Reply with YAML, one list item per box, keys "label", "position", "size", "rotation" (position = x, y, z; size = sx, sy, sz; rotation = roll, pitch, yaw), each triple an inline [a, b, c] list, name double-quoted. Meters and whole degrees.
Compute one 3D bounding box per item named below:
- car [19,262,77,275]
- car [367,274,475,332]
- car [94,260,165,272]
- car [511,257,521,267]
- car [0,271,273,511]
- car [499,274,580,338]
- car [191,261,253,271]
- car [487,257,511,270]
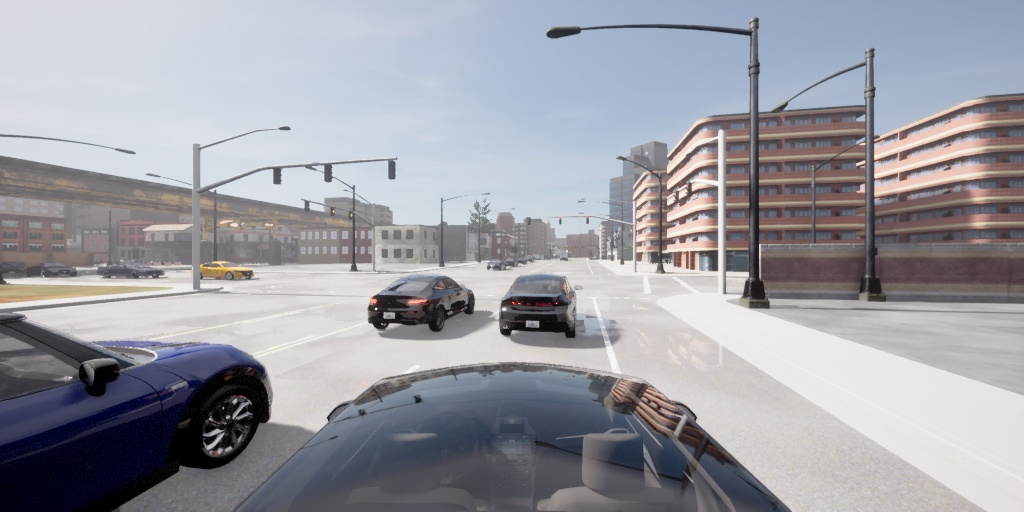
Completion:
- label: "car"
  position: [-43.983, 1.314, 34.216]
  size: [4.181, 1.385, 1.994]
  rotation: [0, 0, 15]
- label: "car"
  position: [-2.539, 1.276, 10.924]
  size: [1.812, 1.442, 4.674]
  rotation: [0, 0, 11]
- label: "car"
  position: [-34.263, 1.297, 32.185]
  size: [5.357, 1.411, 2.033]
  rotation: [0, 0, 9]
- label: "car"
  position: [-0.245, 0.957, 57.338]
  size: [1.882, 1.535, 5.008]
  rotation: [0, 1, 11]
- label: "car"
  position: [-3.858, 1.102, 2.146]
  size: [2.097, 1.767, 4.553]
  rotation: [0, 0, 6]
- label: "car"
  position: [0.907, 1.255, 10.284]
  size: [1.837, 1.490, 4.892]
  rotation: [0, 0, 11]
- label: "car"
  position: [-24.605, 1.228, 30.554]
  size: [5.008, 1.535, 1.882]
  rotation: [0, 0, 10]
- label: "car"
  position: [-2.042, 1.106, 48.061]
  size: [2.128, 1.511, 4.902]
  rotation: [0, 1, 11]
